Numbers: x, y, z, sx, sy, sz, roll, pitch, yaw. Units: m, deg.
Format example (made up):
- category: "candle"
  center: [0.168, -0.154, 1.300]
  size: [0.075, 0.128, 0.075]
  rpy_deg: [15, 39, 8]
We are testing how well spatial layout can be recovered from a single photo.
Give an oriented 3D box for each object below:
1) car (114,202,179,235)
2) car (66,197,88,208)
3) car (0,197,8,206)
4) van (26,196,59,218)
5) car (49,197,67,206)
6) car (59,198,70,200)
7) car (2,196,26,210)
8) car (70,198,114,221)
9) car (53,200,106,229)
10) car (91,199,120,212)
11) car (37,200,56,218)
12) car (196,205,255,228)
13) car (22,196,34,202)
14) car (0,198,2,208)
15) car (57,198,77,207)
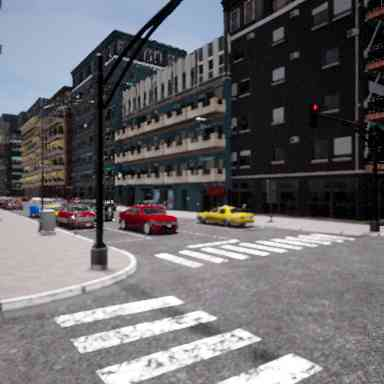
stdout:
- category: "car"
  center: [-2.705, 1.594, 20.197]
  size: [1.882, 1.535, 5.008]
  rpy_deg: [0, 0, -36]
- category: "car"
  center: [-17.263, 1.542, 49.984]
  size: [1.967, 1.590, 4.097]
  rpy_deg: [-1, 0, -36]
- category: "car"
  center: [-33.815, 1.696, 58.465]
  size: [1.887, 1.381, 4.507]
  rpy_deg: [-1, 0, -36]
- category: "van"
  center: [-14.255, 1.474, 31.631]
  size: [1.690, 1.788, 3.998]
  rpy_deg: [-1, 0, -36]
- category: "car"
  center: [-23.783, 1.659, 58.929]
  size: [2.008, 1.369, 4.403]
  rpy_deg: [-1, 0, -36]
- category: "car"
  center: [-14.398, 1.613, 36.245]
  size: [2.128, 1.511, 4.902]
  rpy_deg: [0, 0, -36]
- category: "car"
  center: [-24.036, 1.580, 45.048]
  size: [1.967, 1.590, 4.097]
  rpy_deg: [-1, 0, -36]
- category: "car"
  center: [-8.303, 1.471, 27.866]
  size: [2.097, 1.767, 4.553]
  rpy_deg: [0, 0, -36]
- category: "car"
  center: [-7.735, 1.569, 22.689]
  size: [1.967, 1.590, 4.097]
  rpy_deg: [0, 0, -36]
- category: "car"
  center: [-10.742, 1.647, 41.040]
  size: [2.008, 1.369, 4.403]
  rpy_deg: [-1, 0, -36]
- category: "car"
  center: [-10.894, 1.656, 27.023]
  size: [1.752, 1.417, 4.829]
  rpy_deg: [-1, 0, -36]
- category: "car"
  center: [2.198, 1.615, 23.290]
  size: [1.752, 1.417, 4.829]
  rpy_deg: [-1, 0, -36]
- category: "car"
  center: [-40.084, 1.677, 81.290]
  size: [1.887, 1.381, 4.507]
  rpy_deg: [-1, 0, -36]
- category: "car"
  center: [-27.295, 1.709, 49.521]
  size: [1.947, 1.339, 4.313]
  rpy_deg: [-1, 0, -36]
- category: "car"
  center: [-20.523, 1.671, 54.457]
  size: [1.947, 1.339, 4.313]
  rpy_deg: [-1, 0, -36]
